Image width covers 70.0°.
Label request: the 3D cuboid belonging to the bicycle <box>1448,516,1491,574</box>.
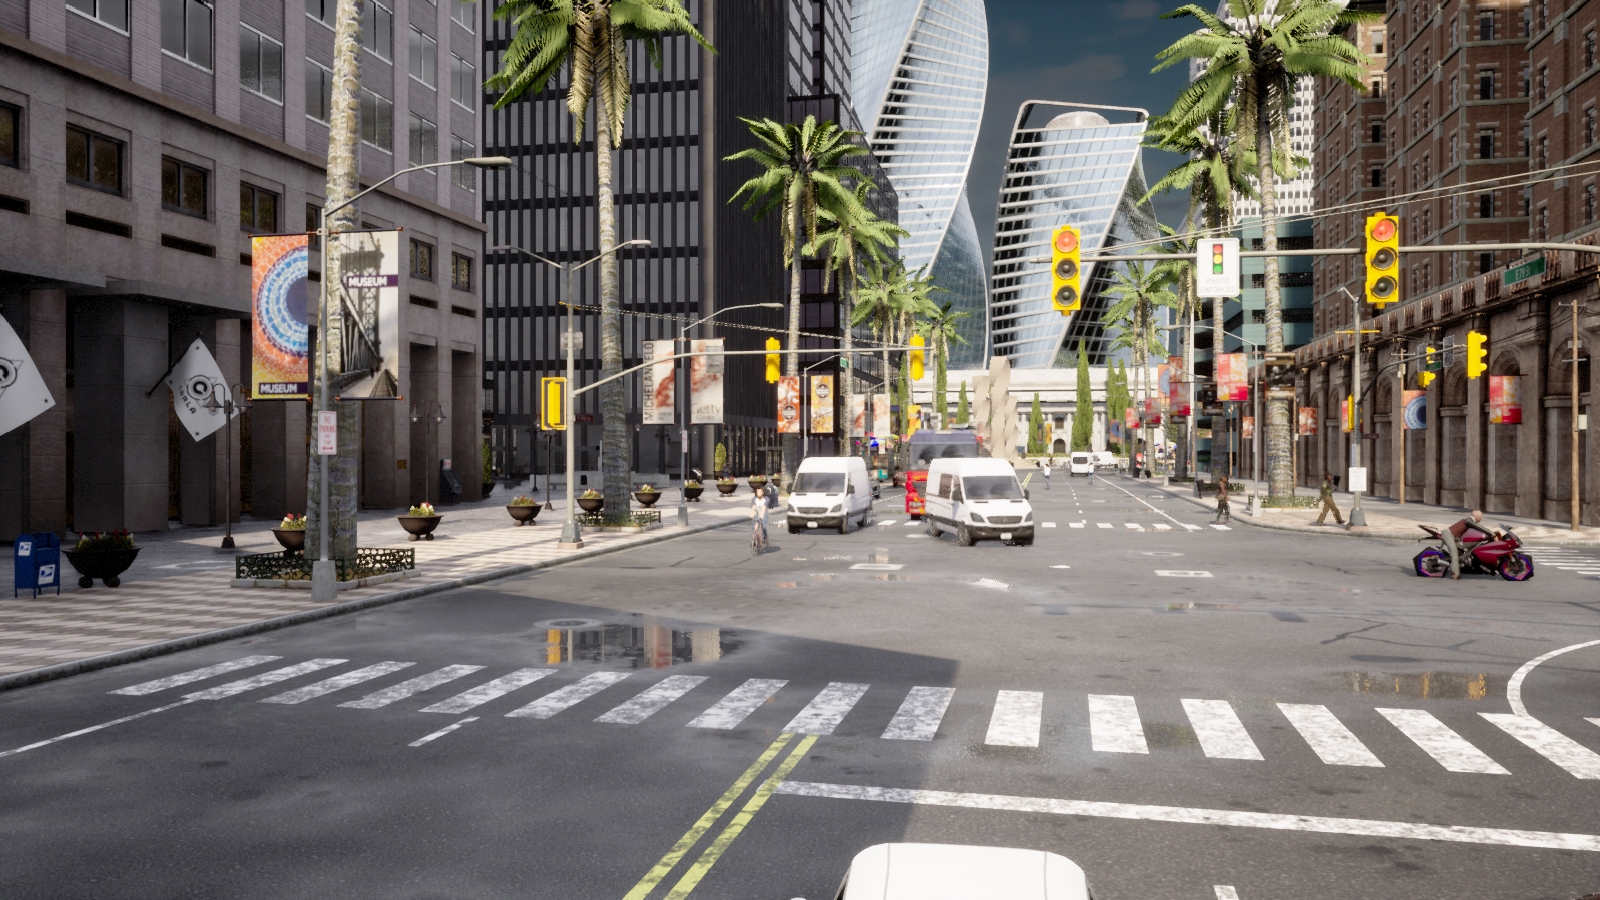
[{"bbox_3d":[15.648,2.206,26.729,0.373,1.196,1.643,0,0,13],"label":"bicycle"}]

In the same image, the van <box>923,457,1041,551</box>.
[{"bbox_3d":[5.429,1.534,34.999,1.988,2.561,5.915,-1,0,-7],"label":"van"}]

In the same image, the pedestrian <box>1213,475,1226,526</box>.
[{"bbox_3d":[15.520,1.849,42.267,0.375,1.860,0.375,0,0,11],"label":"pedestrian"}]

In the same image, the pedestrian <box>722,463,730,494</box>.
[{"bbox_3d":[-4.441,1.701,68.774,0.375,1.860,0.375,0,0,13],"label":"pedestrian"}]

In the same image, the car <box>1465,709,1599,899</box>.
[{"bbox_3d":[3.753,1.992,2.523,2.152,1.651,5.027,0,0,7],"label":"car"}]

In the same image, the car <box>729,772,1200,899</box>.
[{"bbox_3d":[0.558,2.120,3.851,1.481,1.376,2.207,0,0,9],"label":"car"}]

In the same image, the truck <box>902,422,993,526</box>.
[{"bbox_3d":[6.164,0.890,46.545,2.891,3.827,8.468,0,0,13],"label":"truck"}]

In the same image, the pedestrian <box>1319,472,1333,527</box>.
[{"bbox_3d":[18.033,1.696,39.160,0.375,1.860,0.375,0,0,33],"label":"pedestrian"}]

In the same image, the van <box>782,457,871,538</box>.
[{"bbox_3d":[1.031,1.535,39.694,1.988,2.561,5.915,0,0,13],"label":"van"}]
